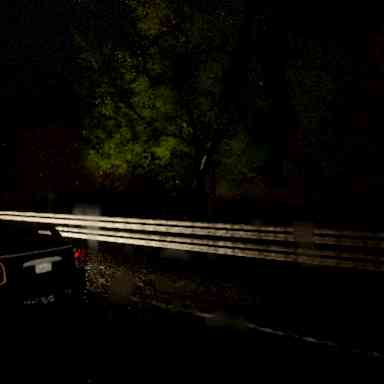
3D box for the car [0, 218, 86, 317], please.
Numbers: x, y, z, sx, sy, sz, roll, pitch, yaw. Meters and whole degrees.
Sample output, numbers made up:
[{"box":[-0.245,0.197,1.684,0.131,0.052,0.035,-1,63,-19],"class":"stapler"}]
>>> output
[{"box":[-4.428,1.386,7.151,4.553,1.767,2.097,0,0,34],"class":"car"}]
